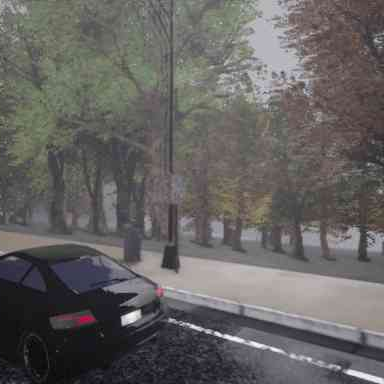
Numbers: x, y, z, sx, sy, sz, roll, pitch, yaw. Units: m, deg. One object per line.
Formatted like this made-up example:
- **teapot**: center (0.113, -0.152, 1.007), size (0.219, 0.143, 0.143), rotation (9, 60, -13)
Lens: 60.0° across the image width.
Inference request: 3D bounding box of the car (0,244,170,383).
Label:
- **car**: center (-2.402, 1.569, 5.398), size (4.181, 1.385, 1.994), rotation (0, 0, 36)
